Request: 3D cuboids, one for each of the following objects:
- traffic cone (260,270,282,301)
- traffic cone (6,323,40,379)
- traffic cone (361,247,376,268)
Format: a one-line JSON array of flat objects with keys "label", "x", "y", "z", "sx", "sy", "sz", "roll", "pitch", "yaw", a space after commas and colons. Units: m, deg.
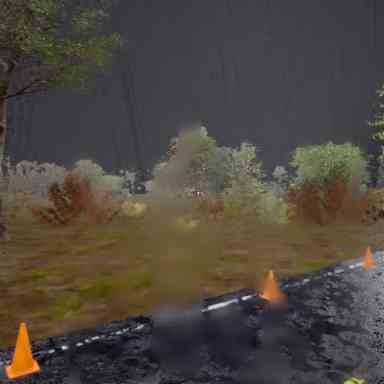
[{"label": "traffic cone", "x": 1.728, "y": 1.997, "z": 7.232, "sx": 0.340, "sy": 0.580, "sz": 0.340, "roll": 0, "pitch": 0, "yaw": -38}, {"label": "traffic cone", "x": -2.163, "y": 1.978, "z": 4.265, "sx": 0.340, "sy": 0.580, "sz": 0.340, "roll": 0, "pitch": 0, "yaw": -36}, {"label": "traffic cone", "x": 5.499, "y": 2.019, "z": 10.349, "sx": 0.340, "sy": 0.580, "sz": 0.340, "roll": 0, "pitch": 0, "yaw": -41}]
